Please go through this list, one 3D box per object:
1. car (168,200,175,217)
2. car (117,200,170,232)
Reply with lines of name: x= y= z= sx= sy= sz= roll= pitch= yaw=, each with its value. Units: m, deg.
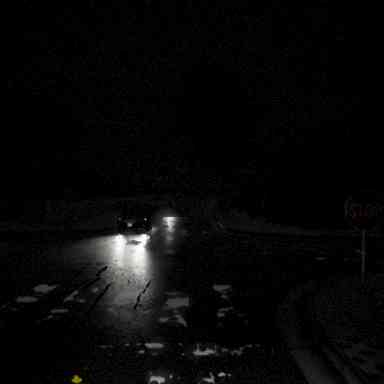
car: x=-2.739 y=1.496 z=31.537 sx=1.812 sy=1.442 sz=4.674 roll=0 pitch=0 yaw=0
car: x=-3.026 y=1.477 z=20.186 sx=2.128 sy=1.511 sz=4.902 roll=0 pitch=0 yaw=7
